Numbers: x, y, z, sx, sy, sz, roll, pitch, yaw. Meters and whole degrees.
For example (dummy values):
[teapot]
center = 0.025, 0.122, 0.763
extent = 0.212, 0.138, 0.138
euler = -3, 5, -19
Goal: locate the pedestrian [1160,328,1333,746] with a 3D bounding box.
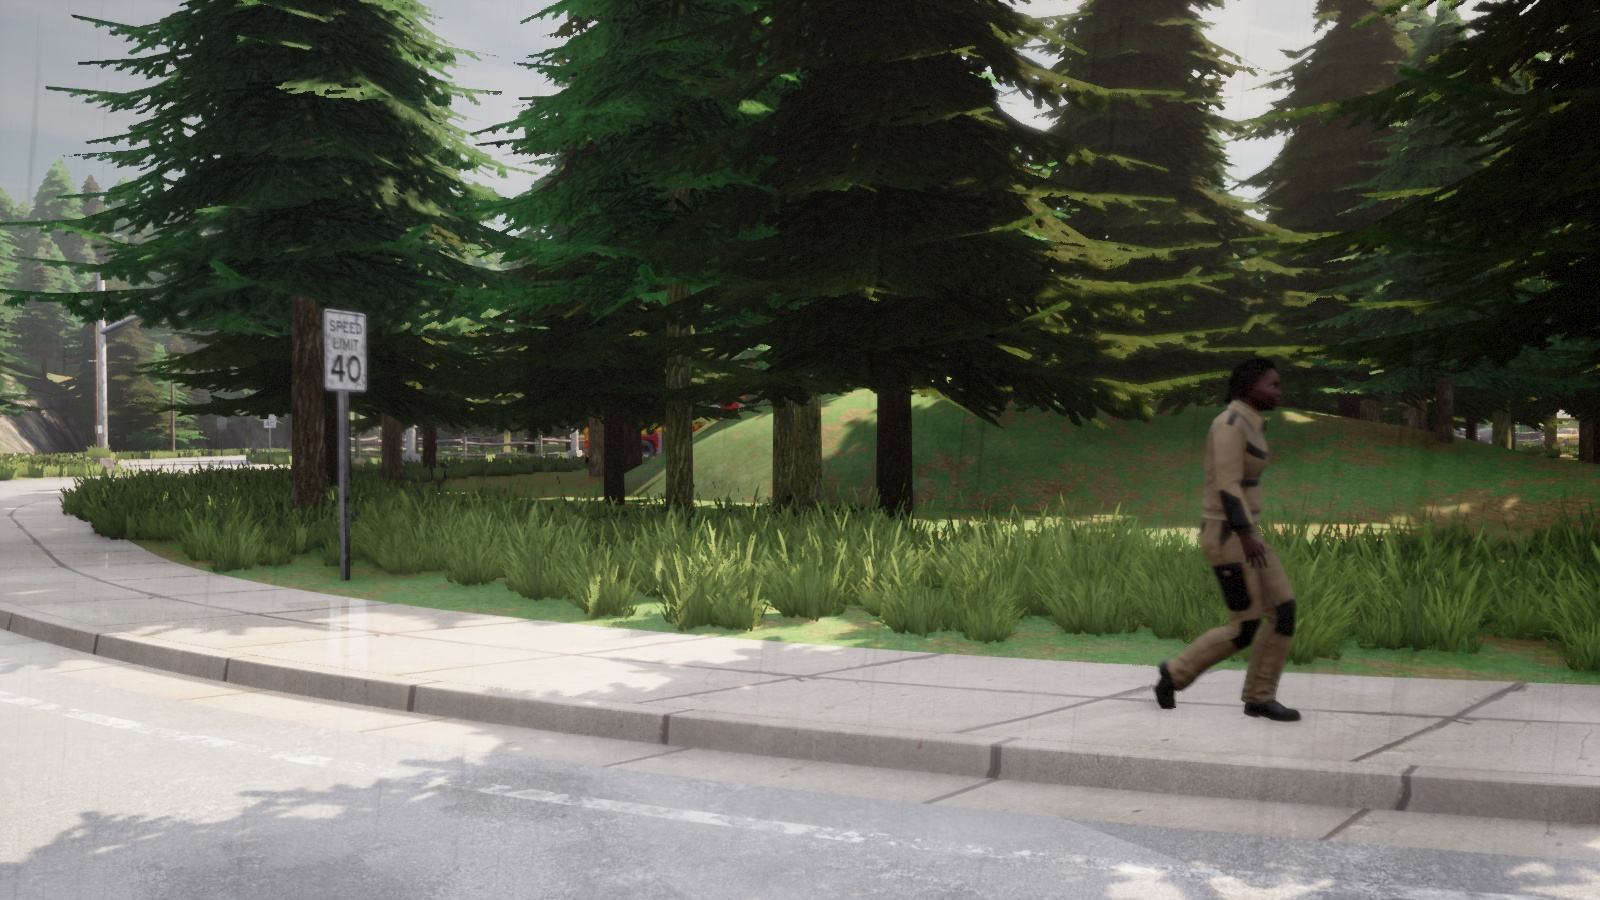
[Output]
[pedestrian]
center = 2.186, 0.398, 6.159
extent = 0.692, 1.930, 0.396
euler = 1, 1, 38

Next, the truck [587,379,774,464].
[truck]
center = -5.603, -1.316, 59.735
extent = 8.468, 3.827, 2.891
euler = 0, 1, -34

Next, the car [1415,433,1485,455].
[car]
center = 44.683, -0.409, 86.343
extent = 1.970, 1.475, 3.806
euler = -1, 1, -43
